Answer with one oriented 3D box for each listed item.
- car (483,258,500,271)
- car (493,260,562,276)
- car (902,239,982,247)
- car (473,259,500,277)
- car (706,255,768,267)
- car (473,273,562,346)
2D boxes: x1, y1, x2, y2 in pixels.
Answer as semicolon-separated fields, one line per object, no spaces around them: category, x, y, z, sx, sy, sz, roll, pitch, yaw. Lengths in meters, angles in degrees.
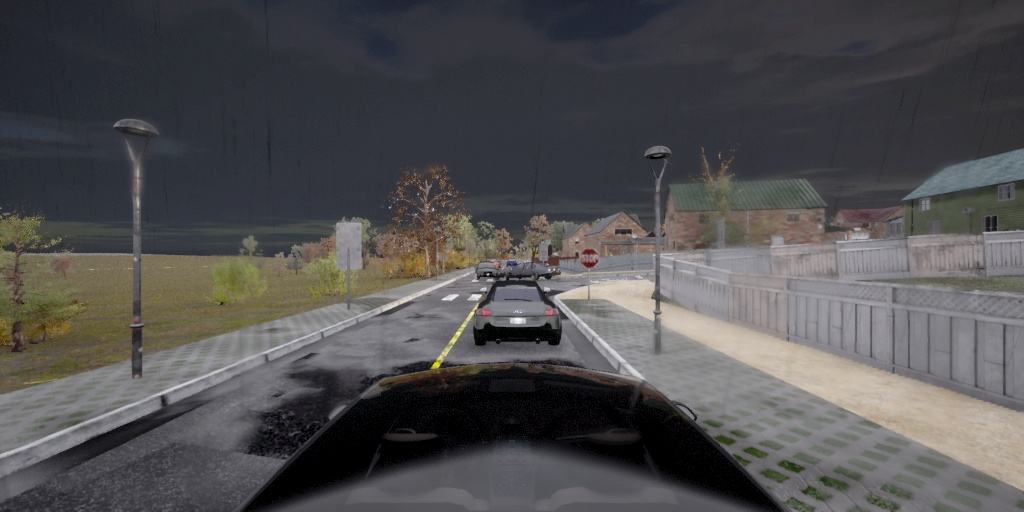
car;-2.887;1.121;51.194;2.097;1.767;4.553;0;0;1
car;1.315;1.198;28.468;5.357;1.411;2.033;-4;-3;43
car;23.873;-0.208;20.441;4.902;1.511;2.128;-3;0;14
car;-2.274;1.258;31.377;1.837;1.490;4.892;0;0;-8
car;14.370;0.413;22.855;4.181;1.385;1.994;-3;0;16
car;0.096;1.313;9.453;1.994;1.385;4.181;0;0;-1
